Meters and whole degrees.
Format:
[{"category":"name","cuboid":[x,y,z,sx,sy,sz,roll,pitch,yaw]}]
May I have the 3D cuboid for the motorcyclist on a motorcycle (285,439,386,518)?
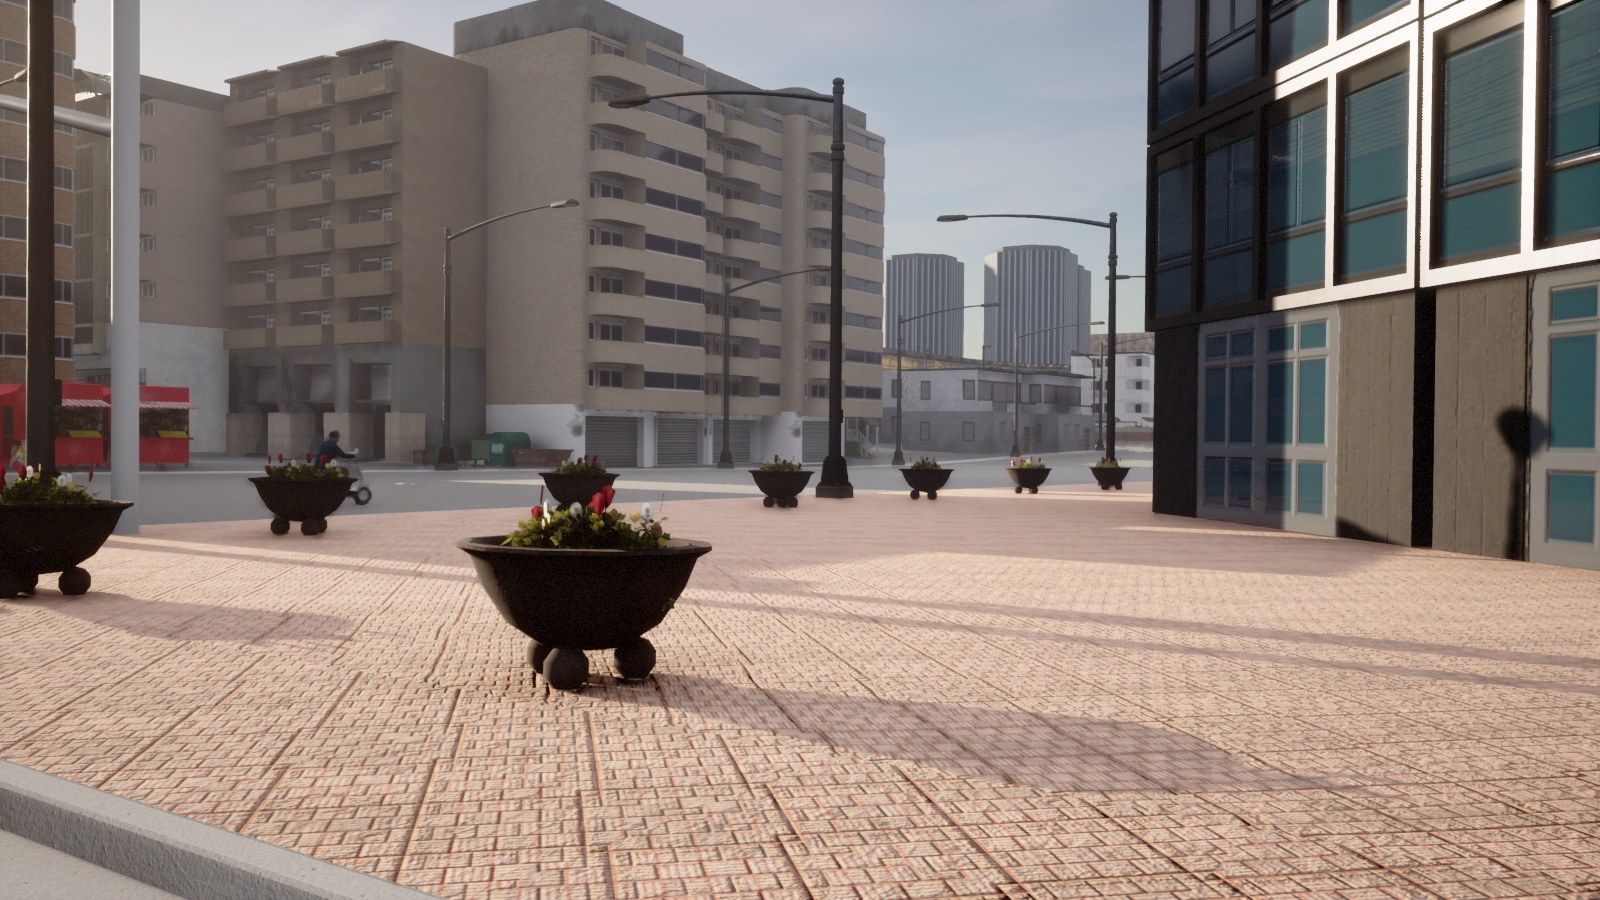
[{"category":"motorcyclist on a motorcycle","cuboid":[-9.662,0.572,26.170,0.866,1.590,1.817,0,0,33]}]
